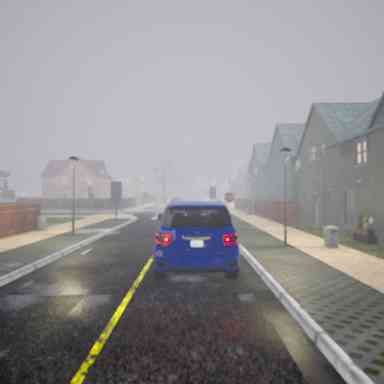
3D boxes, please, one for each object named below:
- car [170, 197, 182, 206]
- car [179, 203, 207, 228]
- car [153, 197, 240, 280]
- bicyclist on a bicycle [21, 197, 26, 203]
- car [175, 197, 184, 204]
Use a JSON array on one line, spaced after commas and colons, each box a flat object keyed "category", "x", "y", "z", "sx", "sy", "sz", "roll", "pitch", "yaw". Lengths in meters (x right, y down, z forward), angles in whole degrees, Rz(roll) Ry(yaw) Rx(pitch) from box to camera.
[{"category": "car", "x": -2.820, "y": 1.698, "z": 58.300, "sx": 1.837, "sy": 1.490, "sz": 4.892, "roll": 0, "pitch": 0, "yaw": 0}, {"category": "car", "x": 0.091, "y": 1.601, "z": 23.714, "sx": 1.812, "sy": 1.442, "sz": 4.674, "roll": 0, "pitch": 0, "yaw": 0}, {"category": "car", "x": 0.098, "y": 1.255, "z": 10.168, "sx": 2.150, "sy": 2.045, "sz": 5.566, "roll": 0, "pitch": 0, "yaw": 0}, {"category": "bicyclist on a bicycle", "x": -20.221, "y": 1.473, "z": 39.878, "sx": 0.582, "sy": 1.620, "sz": 1.656, "roll": 0, "pitch": -1, "yaw": 0}, {"category": "car", "x": -2.768, "y": 1.771, "z": 73.251, "sx": 1.812, "sy": 1.442, "sz": 4.674, "roll": 0, "pitch": 0, "yaw": 0}]
